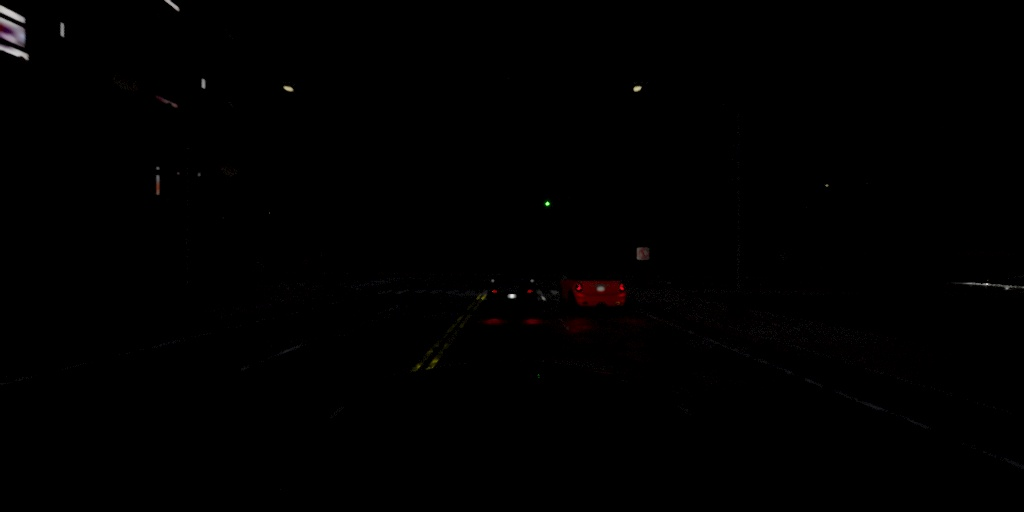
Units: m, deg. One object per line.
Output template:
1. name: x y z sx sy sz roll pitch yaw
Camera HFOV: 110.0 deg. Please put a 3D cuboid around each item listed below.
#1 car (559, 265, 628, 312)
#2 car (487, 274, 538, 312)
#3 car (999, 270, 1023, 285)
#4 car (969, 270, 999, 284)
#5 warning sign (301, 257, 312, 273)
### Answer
1. car: 3.268 1.245 15.243 2.097 1.767 4.553 0 -1 0
2. car: 0.017 1.457 15.145 1.994 1.385 4.181 0 -1 0
3. car: 48.551 2.043 32.879 4.674 1.442 1.812 1 0 2
4. car: 49.058 2.091 36.114 4.181 1.385 1.994 1 0 2
5. warning sign: -23.486 1.008 40.752 1.060 1.860 1.300 0 0 1
